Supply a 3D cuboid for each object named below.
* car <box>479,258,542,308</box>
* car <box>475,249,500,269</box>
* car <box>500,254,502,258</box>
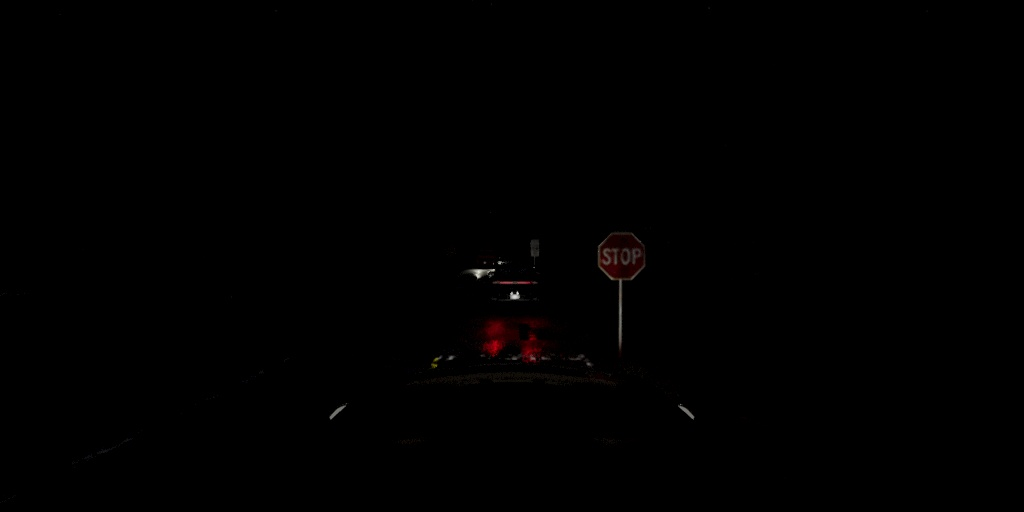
[{"bbox_3d":[0.107,1.028,13.851,2.128,1.511,4.902,0,1,0],"label":"car"},{"bbox_3d":[-2.780,0.297,39.502,2.150,2.045,5.566,0,1,0],"label":"car"},{"bbox_3d":[-2.701,0.192,59.348,1.882,1.535,5.008,0,1,1],"label":"car"}]
